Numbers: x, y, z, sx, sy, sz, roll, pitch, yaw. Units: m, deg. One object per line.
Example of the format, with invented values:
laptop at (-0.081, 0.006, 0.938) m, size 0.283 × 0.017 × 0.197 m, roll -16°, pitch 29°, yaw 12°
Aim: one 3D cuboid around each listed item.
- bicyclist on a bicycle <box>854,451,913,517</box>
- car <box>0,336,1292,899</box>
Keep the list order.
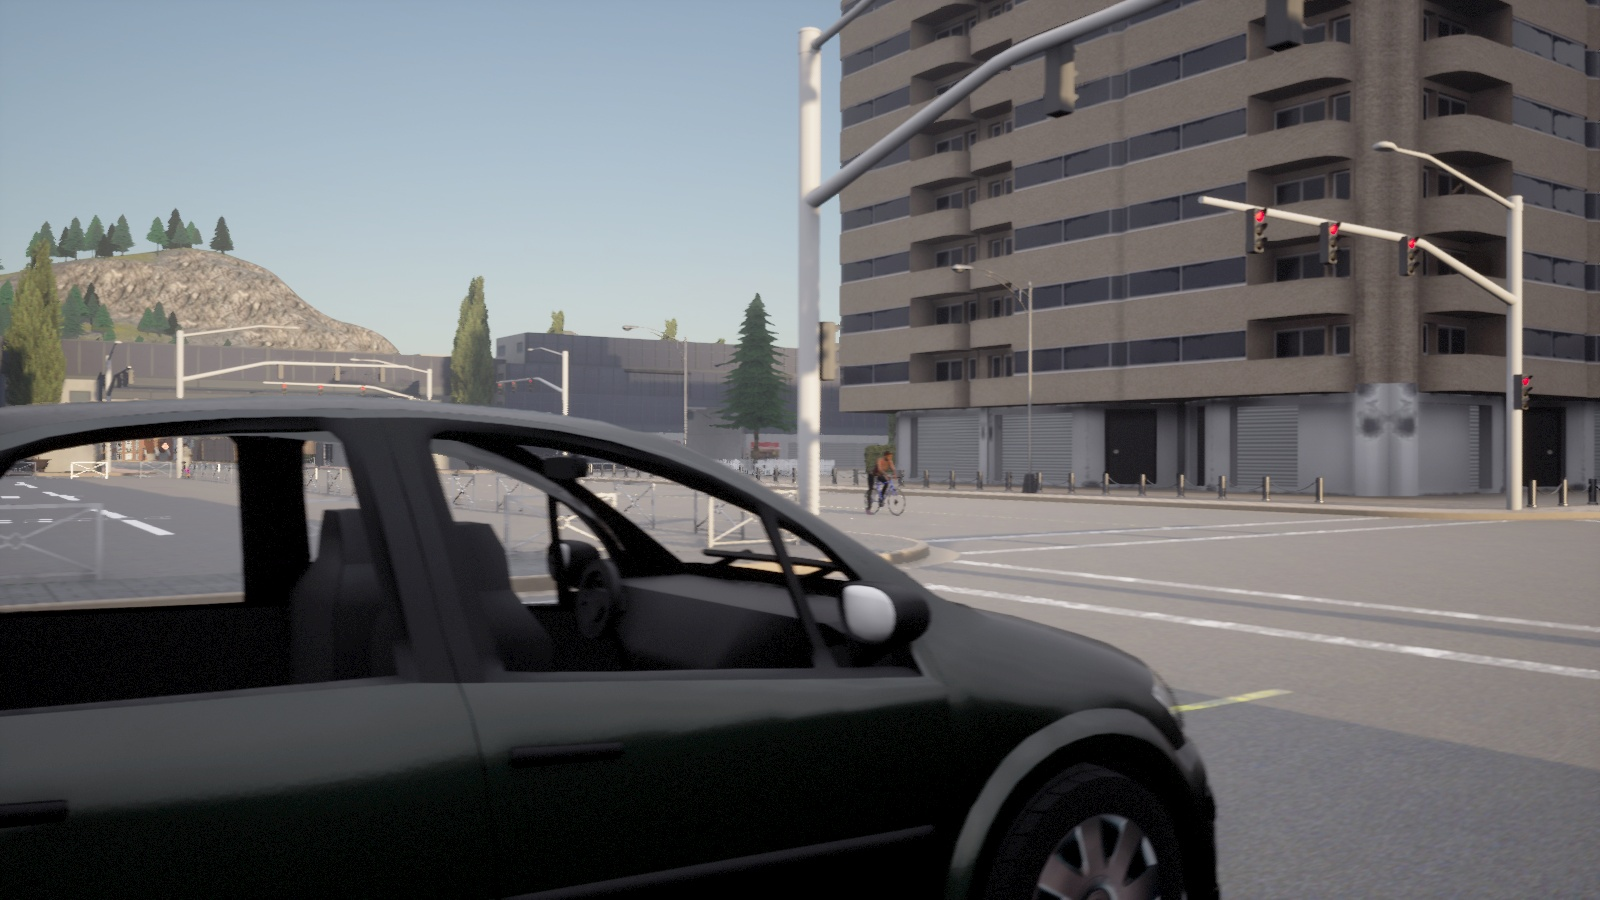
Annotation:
bicyclist on a bicycle at (2.082, 0.826, 31.463) m, size 0.582 × 1.620 × 1.656 m, roll 0°, pitch 0°, yaw -35°
car at (-0.802, 0.652, 3.101) m, size 3.988 × 1.617 × 1.851 m, roll 0°, pitch 0°, yaw -35°
